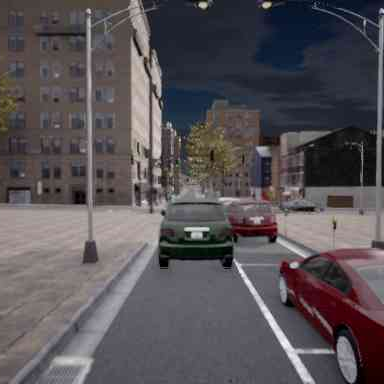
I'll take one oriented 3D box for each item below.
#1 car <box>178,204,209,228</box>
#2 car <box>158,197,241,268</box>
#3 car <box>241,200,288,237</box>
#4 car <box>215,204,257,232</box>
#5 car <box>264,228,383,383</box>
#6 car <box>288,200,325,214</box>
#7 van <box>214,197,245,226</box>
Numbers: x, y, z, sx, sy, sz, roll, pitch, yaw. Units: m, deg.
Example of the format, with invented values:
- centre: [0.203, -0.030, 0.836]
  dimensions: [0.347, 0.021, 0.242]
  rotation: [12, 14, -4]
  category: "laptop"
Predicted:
- centre: [0.100, 1.565, 22.742]
  dimensions: [1.895, 1.301, 4.718]
  rotation: [0, 0, 0]
  category: "car"
- centre: [0.076, 1.198, 11.329]
  dimensions: [2.150, 2.045, 5.566]
  rotation: [0, 0, -1]
  category: "car"
- centre: [2.611, 1.285, 15.731]
  dimensions: [2.192, 1.841, 5.009]
  rotation: [-2, 0, 0]
  category: "car"
- centre: [2.619, 1.517, 20.716]
  dimensions: [2.008, 1.369, 4.403]
  rotation: [-2, 0, 0]
  category: "car"
- centre: [2.618, 1.531, 5.151]
  dimensions: [1.887, 1.381, 4.507]
  rotation: [-2, 0, 0]
  category: "car"
- centre: [12.008, 1.613, 36.513]
  dimensions: [4.902, 1.511, 2.128]
  rotation: [0, 2, -1]
  category: "car"
- centre: [2.613, 1.305, 24.036]
  dimensions: [1.690, 1.788, 3.998]
  rotation: [-2, 0, 0]
  category: "van"
